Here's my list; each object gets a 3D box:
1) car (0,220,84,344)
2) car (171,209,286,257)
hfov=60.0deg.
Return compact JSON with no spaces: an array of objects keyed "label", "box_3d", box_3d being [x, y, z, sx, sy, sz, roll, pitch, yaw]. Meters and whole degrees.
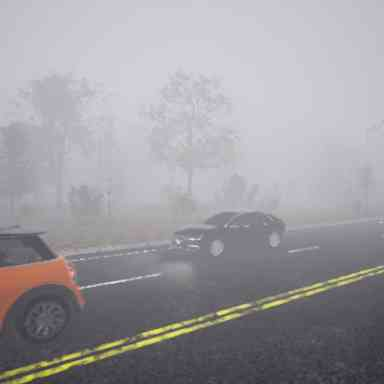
[{"label":"car","box_3d":[-4.051,1.358,4.770,4.553,1.767,2.097,-1,0,-36]},{"label":"car","box_3d":[1.517,1.437,12.699,4.892,1.490,1.837,-1,0,-35]}]
